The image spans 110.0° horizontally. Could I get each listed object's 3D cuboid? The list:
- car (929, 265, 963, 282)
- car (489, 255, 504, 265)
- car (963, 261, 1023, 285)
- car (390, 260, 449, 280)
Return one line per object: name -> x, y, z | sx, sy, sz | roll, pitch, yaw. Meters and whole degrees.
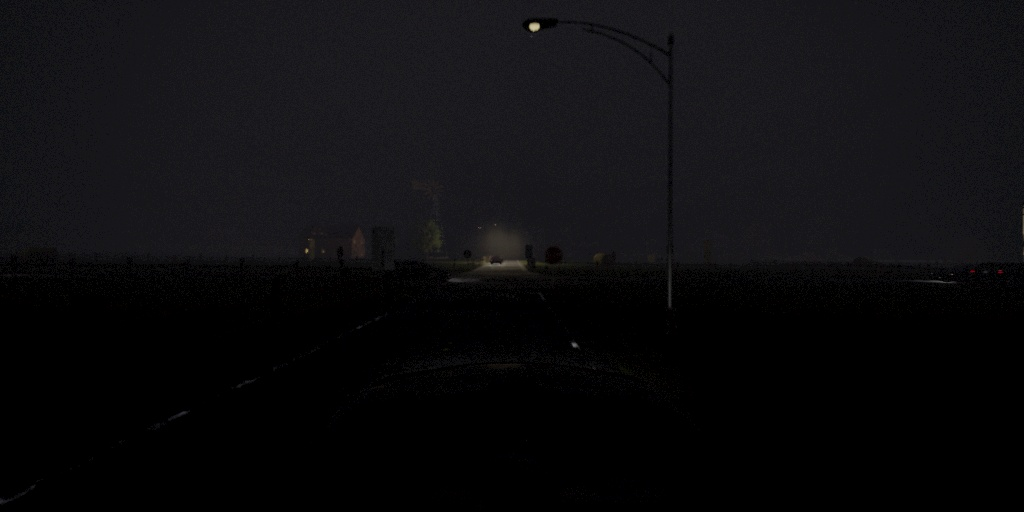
car -> 38.713, 1.456, 30.231 | 5.357, 1.411, 2.033 | 1, 0, 0
car -> -2.768, 0.762, 62.605 | 1.812, 1.442, 4.674 | 0, 1, 1
car -> 38.250, 1.246, 27.398 | 4.553, 1.767, 2.097 | 1, 0, -1
car -> -7.169, 1.054, 26.805 | 4.892, 1.490, 1.837 | 1, 0, -1
